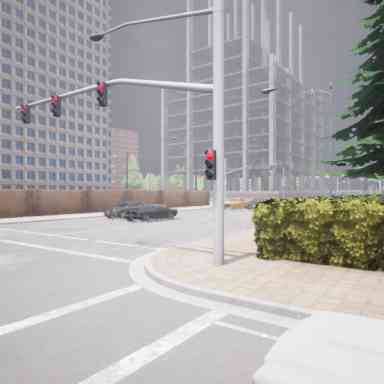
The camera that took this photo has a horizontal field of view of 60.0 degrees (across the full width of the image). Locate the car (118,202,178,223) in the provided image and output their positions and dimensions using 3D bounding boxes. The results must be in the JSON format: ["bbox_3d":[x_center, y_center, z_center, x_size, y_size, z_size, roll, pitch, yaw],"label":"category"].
[{"bbox_3d":[-3.245,1.658,26.597,1.895,1.301,4.718,0,0,35],"label":"car"}]

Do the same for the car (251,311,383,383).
[{"bbox_3d":[2.721,1.601,2.027,4.718,1.301,1.895,0,0,36],"label":"car"}]

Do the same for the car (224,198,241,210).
[{"bbox_3d":[5.982,1.540,45.427,1.882,1.535,5.008,0,0,36],"label":"car"}]

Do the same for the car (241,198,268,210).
[{"bbox_3d":[8.691,1.570,43.203,1.837,1.490,4.892,0,0,36],"label":"car"}]

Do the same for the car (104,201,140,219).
[{"bbox_3d":[-5.552,1.562,29.390,1.837,1.490,4.892,0,0,35],"label":"car"}]
